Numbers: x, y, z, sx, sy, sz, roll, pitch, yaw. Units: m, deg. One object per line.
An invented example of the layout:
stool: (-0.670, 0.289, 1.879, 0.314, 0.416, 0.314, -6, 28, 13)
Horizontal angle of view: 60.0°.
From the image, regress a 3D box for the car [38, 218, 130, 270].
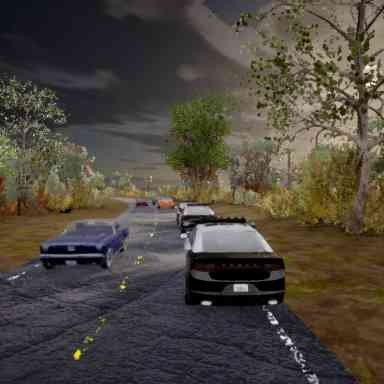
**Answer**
car: (-3.347, 1.600, 11.163, 1.895, 1.301, 4.718, 0, 0, -3)

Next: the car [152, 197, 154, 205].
car: (-5.858, 1.343, 57.945, 2.097, 1.767, 4.553, 0, 0, -12)

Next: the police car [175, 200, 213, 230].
police car: (0.242, 1.423, 18.303, 1.930, 1.638, 5.238, 0, 0, -4)

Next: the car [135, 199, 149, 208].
car: (-7.092, 1.595, 47.129, 1.895, 1.301, 4.718, 0, 0, -9)

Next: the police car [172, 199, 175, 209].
police car: (-0.220, 1.422, 24.333, 1.930, 1.638, 5.238, 0, 0, -5)

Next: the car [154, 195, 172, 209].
car: (-3.685, 1.346, 45.648, 2.097, 1.767, 4.553, 0, 0, -9)

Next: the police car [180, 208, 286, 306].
police car: (0.745, 1.424, 8.237, 1.930, 1.638, 5.238, 0, 0, -2)
